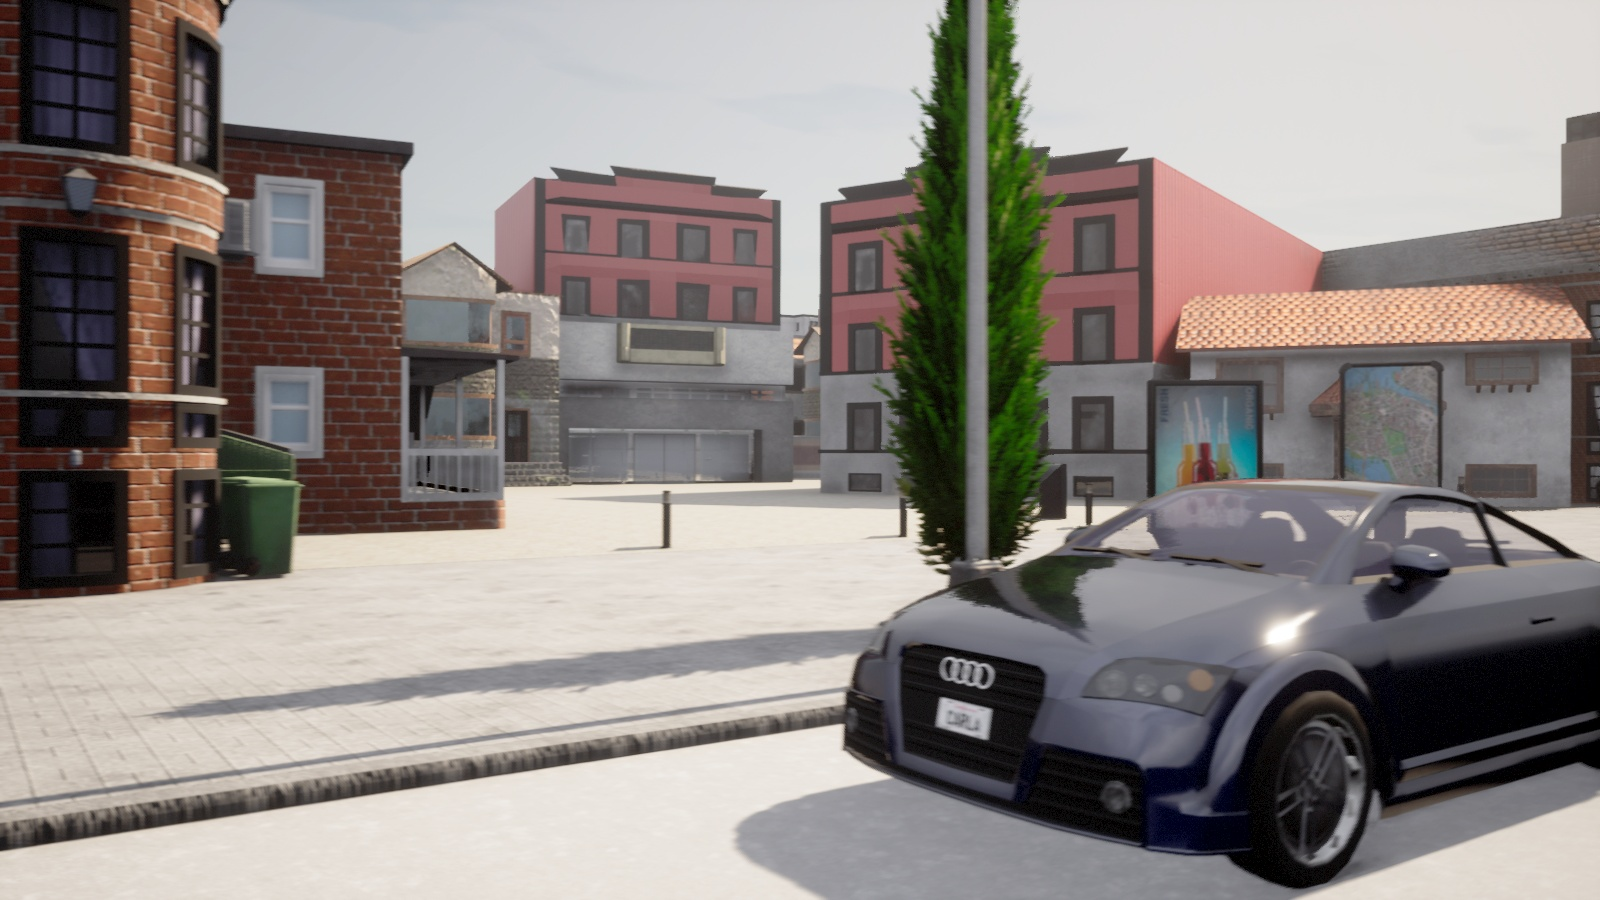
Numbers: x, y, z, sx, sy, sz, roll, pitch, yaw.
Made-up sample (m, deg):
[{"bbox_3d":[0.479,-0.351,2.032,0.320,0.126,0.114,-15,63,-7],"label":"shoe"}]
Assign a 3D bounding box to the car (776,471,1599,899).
[{"bbox_3d":[2.184,0.818,5.789,4.181,1.385,1.994,0,0,-35],"label":"car"}]
